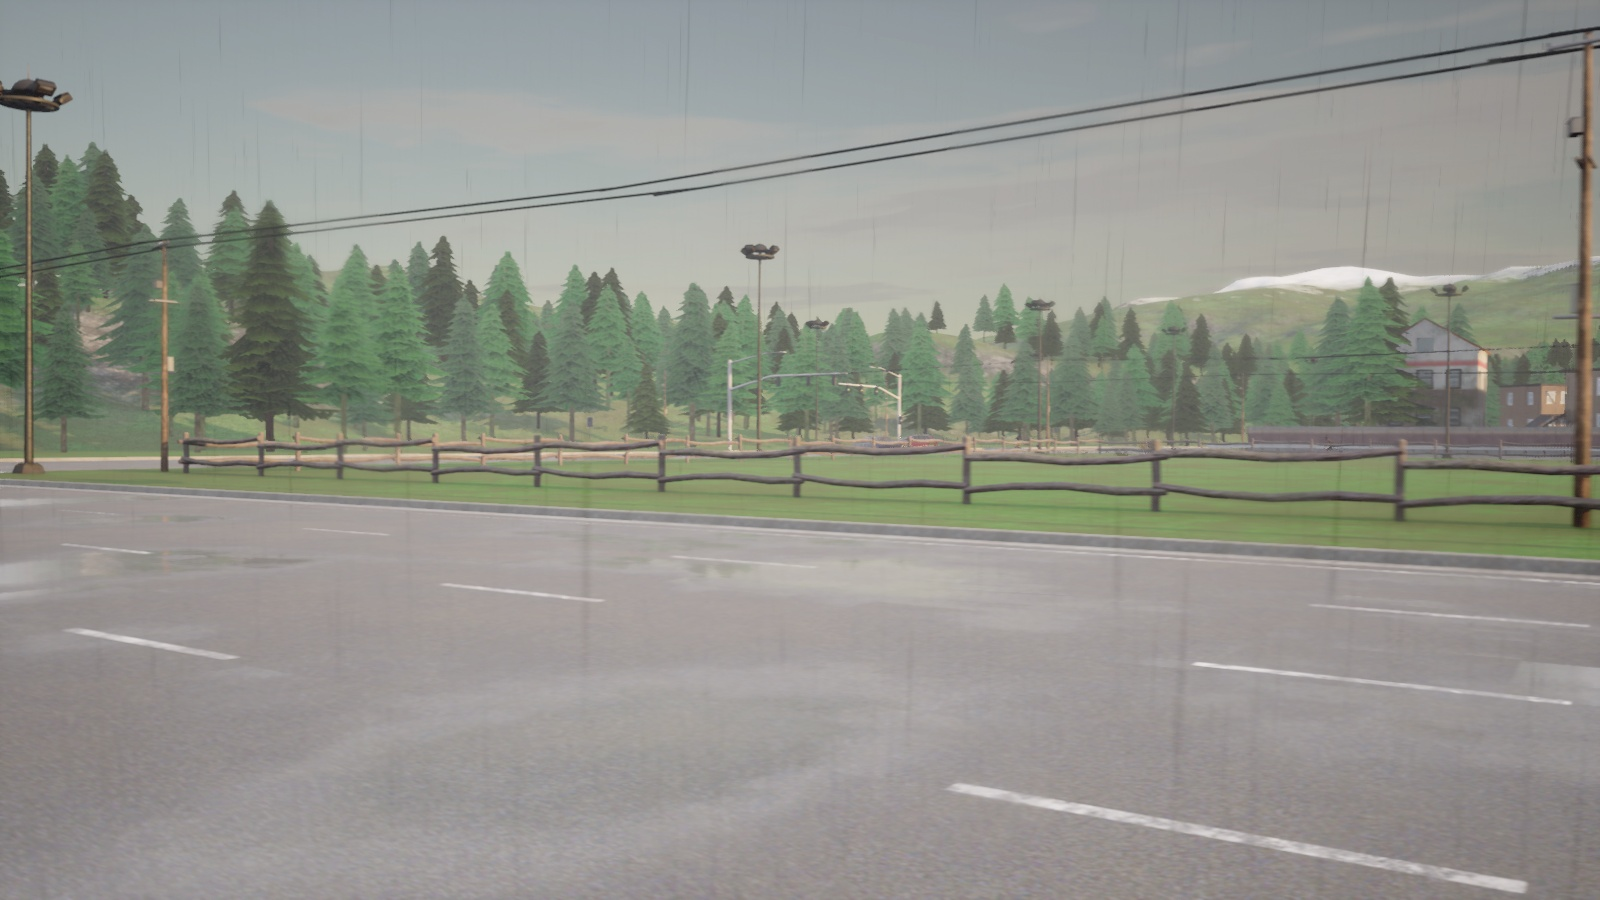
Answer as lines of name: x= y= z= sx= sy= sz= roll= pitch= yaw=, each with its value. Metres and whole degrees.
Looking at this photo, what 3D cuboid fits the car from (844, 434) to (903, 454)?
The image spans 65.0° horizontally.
car: x=5.682 y=-0.492 z=96.840 sx=2.163 sy=1.488 sz=4.792 roll=0 pitch=1 yaw=39
